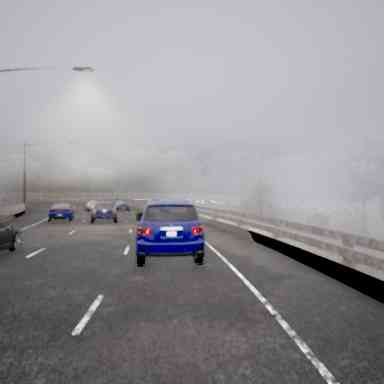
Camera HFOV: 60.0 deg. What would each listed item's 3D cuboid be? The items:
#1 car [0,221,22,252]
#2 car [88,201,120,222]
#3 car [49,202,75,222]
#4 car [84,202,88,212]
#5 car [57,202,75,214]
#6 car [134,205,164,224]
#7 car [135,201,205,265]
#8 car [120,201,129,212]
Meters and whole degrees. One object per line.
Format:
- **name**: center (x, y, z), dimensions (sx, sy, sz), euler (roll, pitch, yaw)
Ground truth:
- **car**: center (-7.800, 1.638, 11.866), dimensions (1.837, 1.490, 4.892), euler (0, 0, -6)
- **car**: center (-7.663, 1.621, 29.045), dimensions (2.097, 1.767, 4.553), euler (0, 0, -15)
- **car**: center (-11.622, 1.770, 29.849), dimensions (1.882, 1.535, 5.008), euler (0, -1, -16)
- **car**: center (-13.465, 1.948, 44.978), dimensions (1.812, 1.442, 4.674), euler (0, -1, -24)
- **car**: center (-16.254, 1.980, 42.662), dimensions (1.994, 1.385, 4.181), euler (0, -1, -23)
- **car**: center (-3.681, 1.841, 27.866), dimensions (1.895, 1.301, 4.718), euler (0, 0, -14)
- **car**: center (-0.861, 1.325, 12.269), dimensions (2.150, 2.045, 5.566), euler (0, 0, -6)
- **car**: center (-9.814, 1.934, 45.394), dimensions (1.812, 1.442, 4.674), euler (0, -1, -24)
